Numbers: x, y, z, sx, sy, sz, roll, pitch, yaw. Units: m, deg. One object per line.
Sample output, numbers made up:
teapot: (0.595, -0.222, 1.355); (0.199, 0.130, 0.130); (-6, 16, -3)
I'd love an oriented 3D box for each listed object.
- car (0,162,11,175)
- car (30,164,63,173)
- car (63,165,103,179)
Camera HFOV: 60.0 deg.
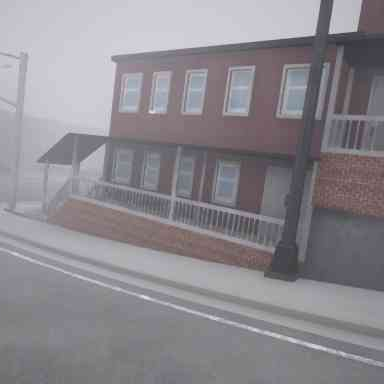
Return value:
car: (-19.489, -2.387, 31.517); (1.895, 1.301, 4.718); (11, 7, 35)
car: (-17.127, -2.946, 40.719); (1.895, 1.301, 4.718); (11, 7, 35)
car: (-12.812, -2.381, 40.798); (1.895, 1.301, 4.718); (11, 7, 35)
